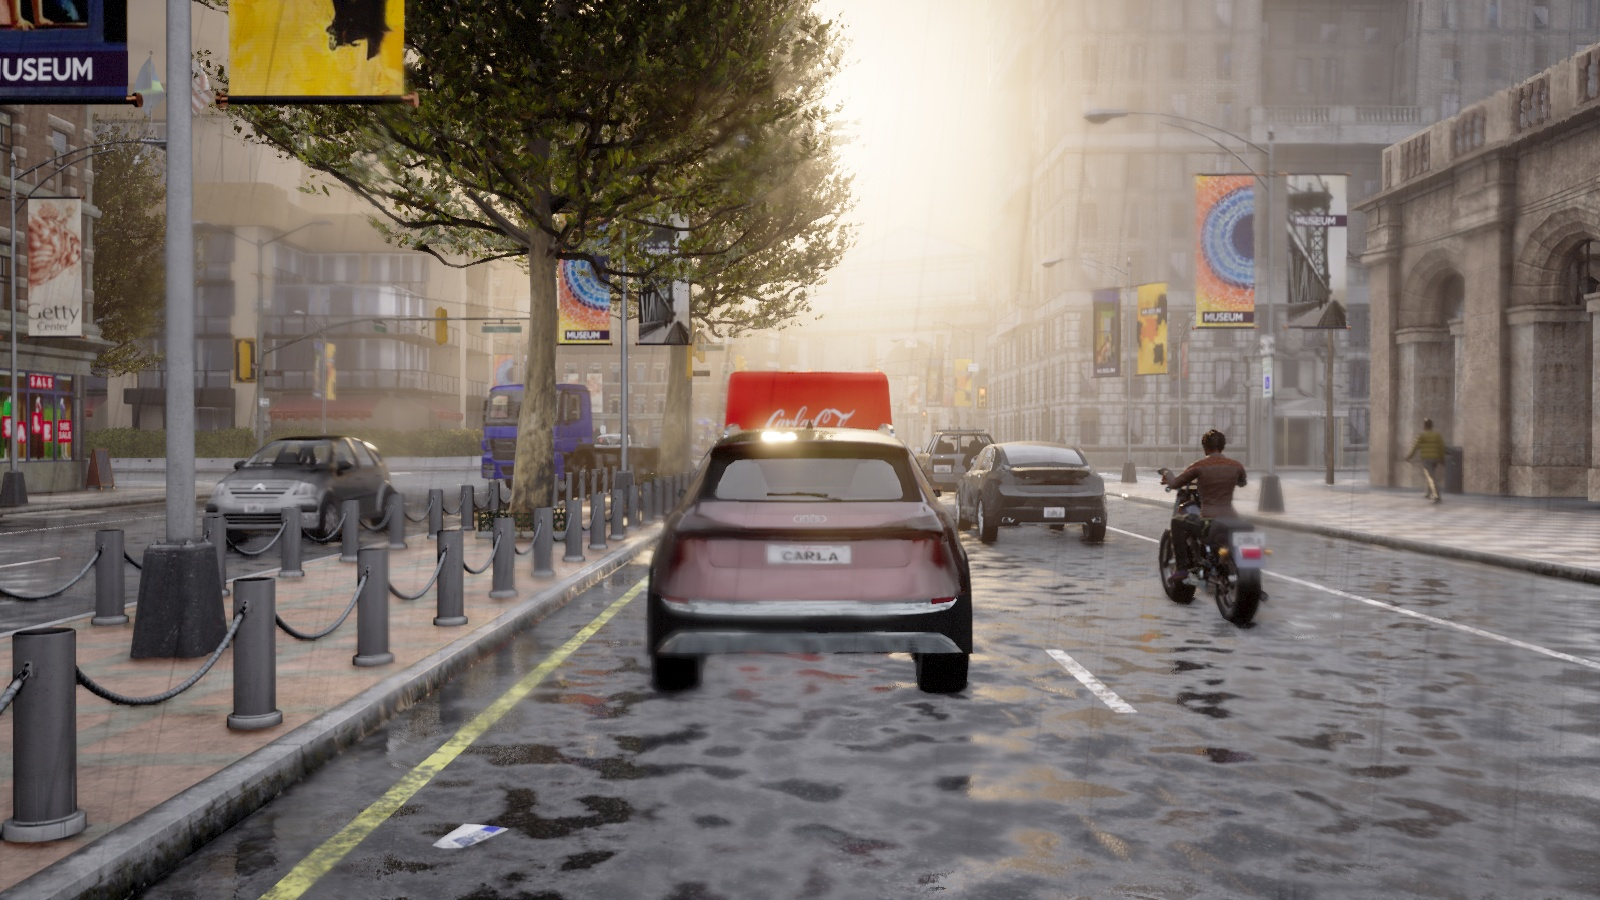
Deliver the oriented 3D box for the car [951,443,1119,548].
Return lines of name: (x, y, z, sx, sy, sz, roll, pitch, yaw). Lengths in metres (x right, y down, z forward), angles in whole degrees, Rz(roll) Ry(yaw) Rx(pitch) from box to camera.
car: (3.633, 0.637, 20.302, 1.837, 1.490, 4.892, 0, 0, 0)

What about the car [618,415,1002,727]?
car: (0.067, 0.624, 9.080, 2.033, 1.649, 4.856, 0, 0, 0)

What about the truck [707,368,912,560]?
truck: (0.125, 0.155, 18.720, 2.627, 2.467, 5.204, 0, 1, 0)

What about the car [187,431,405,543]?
car: (-7.869, 0.522, 20.042, 1.851, 1.617, 3.988, 0, 0, 0)

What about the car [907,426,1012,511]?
car: (3.686, 0.394, 29.694, 1.932, 1.855, 4.605, 0, 0, 1)

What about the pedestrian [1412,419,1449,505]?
pedestrian: (13.686, 0.257, 27.266, 0.431, 1.840, 0.709, 0, 0, 0)

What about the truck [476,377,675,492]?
truck: (-7.265, -0.484, 42.035, 2.891, 3.462, 7.936, 0, 0, 21)

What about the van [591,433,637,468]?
van: (-11.021, 0.030, 74.628, 2.069, 2.038, 4.480, 0, 0, 0)

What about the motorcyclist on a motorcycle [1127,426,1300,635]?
motorcyclist on a motorcycle: (3.580, 0.636, 11.113, 0.766, 1.649, 2.350, 0, 0, 0)
